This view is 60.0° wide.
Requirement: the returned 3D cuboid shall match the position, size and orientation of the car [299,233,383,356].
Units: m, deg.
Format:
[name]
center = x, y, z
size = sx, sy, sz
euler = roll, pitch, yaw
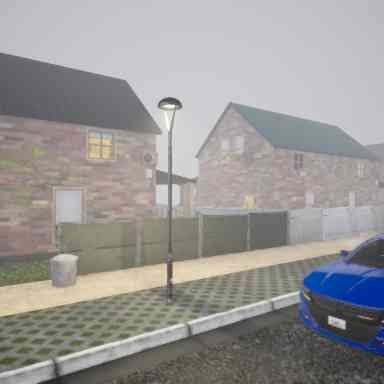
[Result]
[car]
center = 3.976, 1.482, 5.926
size = 5.008, 1.535, 1.882
euler = 0, 0, -36
